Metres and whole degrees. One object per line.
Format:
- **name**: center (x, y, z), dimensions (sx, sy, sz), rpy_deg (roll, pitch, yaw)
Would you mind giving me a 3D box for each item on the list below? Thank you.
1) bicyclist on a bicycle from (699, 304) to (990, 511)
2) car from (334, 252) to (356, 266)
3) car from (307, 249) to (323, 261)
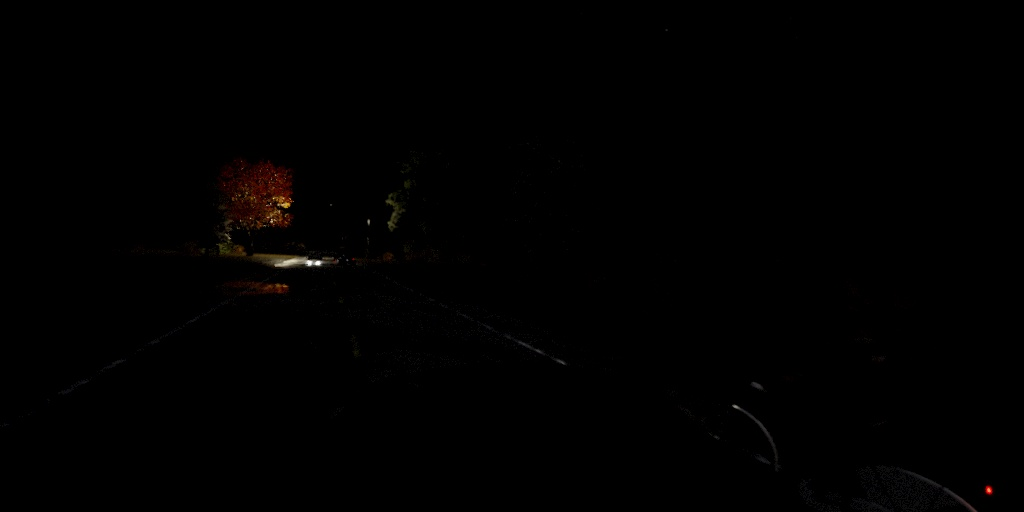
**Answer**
- **bicyclist on a bicycle**: center (2.296, 1.231, 2.776), dimensions (0.659, 1.776, 1.843), rpy_deg (3, 0, -28)
- **car**: center (-20.749, 0.441, 44.910), dimensions (1.994, 1.385, 4.181), rpy_deg (3, 0, -28)
- **car**: center (-29.752, -0.034, 54.308), dimensions (2.128, 1.511, 4.902), rpy_deg (3, 0, -27)
